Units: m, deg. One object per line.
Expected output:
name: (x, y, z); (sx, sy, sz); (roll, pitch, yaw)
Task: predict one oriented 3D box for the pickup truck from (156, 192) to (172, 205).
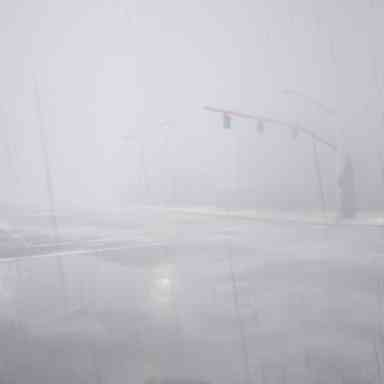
pickup truck: (-4.586, 1.063, 54.033); (2.390, 2.098, 6.274); (0, 0, -6)
